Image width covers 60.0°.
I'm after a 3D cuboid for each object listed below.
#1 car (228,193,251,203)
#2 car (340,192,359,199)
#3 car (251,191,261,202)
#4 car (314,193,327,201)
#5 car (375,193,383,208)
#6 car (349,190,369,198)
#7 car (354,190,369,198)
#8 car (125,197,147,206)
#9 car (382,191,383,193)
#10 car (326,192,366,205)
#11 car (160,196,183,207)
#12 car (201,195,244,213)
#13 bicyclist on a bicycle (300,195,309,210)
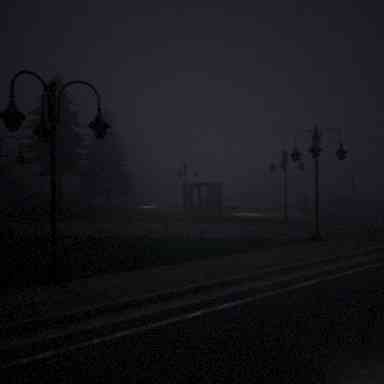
[{"bbox_3d":[7.530,1.083,58.277,2.007,1.523,4.514,0,0,-36],"label":"car"},{"bbox_3d":[37.909,0.849,80.081,1.970,1.475,3.806,0,0,-36],"label":"car"},{"bbox_3d":[10.053,1.052,60.141,2.152,1.636,5.027,0,0,-36],"label":"car"},{"bbox_3d":[24.153,0.961,60.775,1.845,1.501,3.633,0,0,-36],"label":"car"},{"bbox_3d":[22.659,1.117,37.090,1.845,1.501,3.633,0,0,-36],"label":"car"},{"bbox_3d":[40.969,0.543,81.513,1.905,1.878,3.866,0,0,-36],"label":"car"},{"bbox_3d":[32.312,0.871,66.544,2.007,1.523,4.514,0,0,-36],"label":"car"},{"bbox_3d":[-8.409,1.444,50.095,1.994,1.385,4.181,0,0,-36],"label":"car"},{"bbox_3d":[42.863,0.585,73.199,1.932,1.855,4.605,0,0,-36],"label":"car"},{"bbox_3d":[20.775,1.107,44.862,1.970,1.475,3.806,0,0,-36],"label":"car"},{"bbox_3d":[-2.953,1.366,48.557,1.812,1.442,4.674,0,0,-36],"label":"car"},{"bbox_3d":[2.676,1.341,34.714,1.882,1.535,5.008,0,0,-36],"label":"car"},{"bbox_3d":[11.803,1.113,34.884,1.656,1.620,0.582,-1,0,-36],"label":"bicyclist on a bicycle"}]
